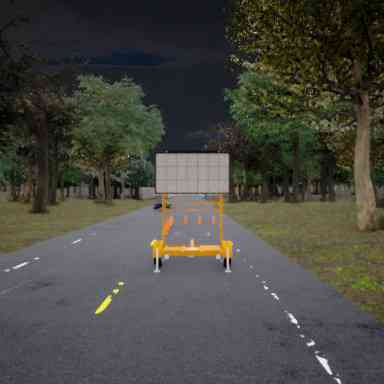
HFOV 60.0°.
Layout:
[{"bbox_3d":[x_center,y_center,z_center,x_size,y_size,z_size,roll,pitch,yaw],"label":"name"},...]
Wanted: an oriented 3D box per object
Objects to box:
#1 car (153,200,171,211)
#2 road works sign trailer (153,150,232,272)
[{"bbox_3d":[-3.525,1.572,39.917,1.895,1.301,4.718,0,0,0],"label":"car"},{"bbox_3d":[0.019,0.463,10.721,2.380,3.560,2.880,0,0,0],"label":"road works sign trailer"}]
